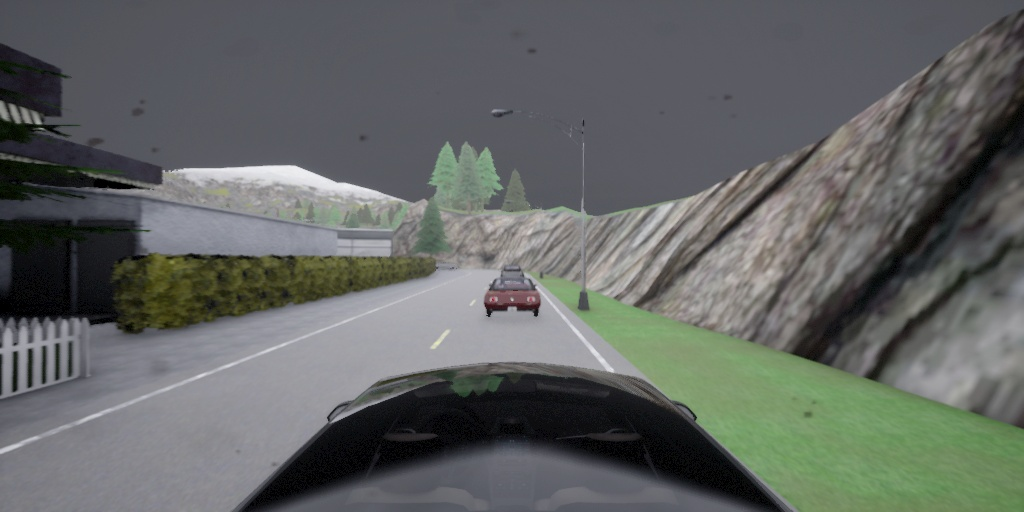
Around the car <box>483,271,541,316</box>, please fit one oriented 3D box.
[{"bbox_3d":[0.032,1.433,13.705,1.895,1.301,4.718,0,0,1],"label":"car"}]

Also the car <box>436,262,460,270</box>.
[{"bbox_3d":[-11.274,1.681,61.225,4.674,1.442,1.812,0,-1,10],"label":"car"}]

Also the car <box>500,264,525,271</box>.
[{"bbox_3d":[0.035,1.430,29.307,2.128,1.511,4.902,0,0,1],"label":"car"}]
